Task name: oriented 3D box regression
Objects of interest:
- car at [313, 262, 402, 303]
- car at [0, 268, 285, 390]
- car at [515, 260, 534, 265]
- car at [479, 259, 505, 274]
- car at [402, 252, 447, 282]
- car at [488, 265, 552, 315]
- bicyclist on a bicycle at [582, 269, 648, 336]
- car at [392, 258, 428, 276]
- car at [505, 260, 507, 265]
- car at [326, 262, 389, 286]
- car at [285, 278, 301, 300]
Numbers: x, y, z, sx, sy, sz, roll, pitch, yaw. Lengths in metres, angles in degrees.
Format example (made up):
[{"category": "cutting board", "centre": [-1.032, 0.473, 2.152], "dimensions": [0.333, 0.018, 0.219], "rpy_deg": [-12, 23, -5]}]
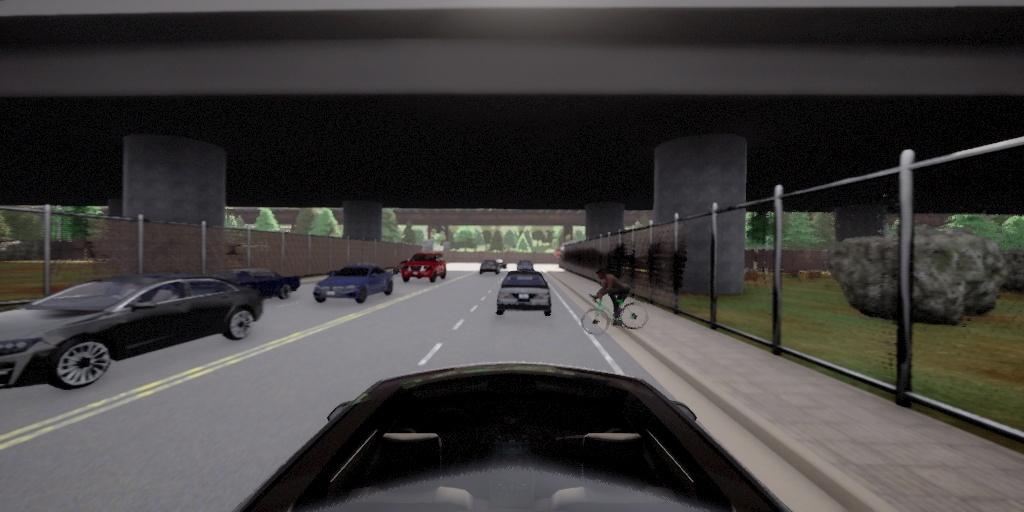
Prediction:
[{"category": "car", "centre": [-6.640, 1.113, 15.628], "dimensions": [1.812, 1.442, 4.674], "rpy_deg": [1, 0, 2]}, {"category": "car", "centre": [-6.977, 1.119, 6.670], "dimensions": [2.128, 1.511, 4.902], "rpy_deg": [1, 0, 2]}, {"category": "car", "centre": [1.345, 1.135, 37.258], "dimensions": [2.033, 1.411, 5.357], "rpy_deg": [1, 0, 2]}, {"category": "car", "centre": [-2.192, 1.091, 36.218], "dimensions": [2.033, 1.411, 5.357], "rpy_deg": [1, 0, 2]}, {"category": "car", "centre": [-6.248, 0.760, 26.234], "dimensions": [2.150, 2.045, 5.566], "rpy_deg": [1, 0, 2]}, {"category": "car", "centre": [0.448, 1.244, 13.270], "dimensions": [2.033, 1.411, 5.357], "rpy_deg": [1, 0, 2]}, {"category": "bicyclist on a bicycle", "centre": [2.479, 1.112, 8.891], "dimensions": [1.656, 1.620, 0.582], "rpy_deg": [-9, 0, 2]}, {"category": "car", "centre": [-9.444, 0.984, 33.513], "dimensions": [1.812, 1.442, 4.674], "rpy_deg": [1, 0, 3]}, {"category": "car", "centre": [-1.732, 1.049, 48.948], "dimensions": [1.994, 1.385, 4.181], "rpy_deg": [1, 0, 2]}, {"category": "car", "centre": [-9.861, 1.104, 23.383], "dimensions": [1.895, 1.301, 4.718], "rpy_deg": [1, 0, 2]}, {"category": "car", "centre": [-10.232, 1.150, 13.464], "dimensions": [1.895, 1.301, 4.718], "rpy_deg": [1, 0, 2]}]
